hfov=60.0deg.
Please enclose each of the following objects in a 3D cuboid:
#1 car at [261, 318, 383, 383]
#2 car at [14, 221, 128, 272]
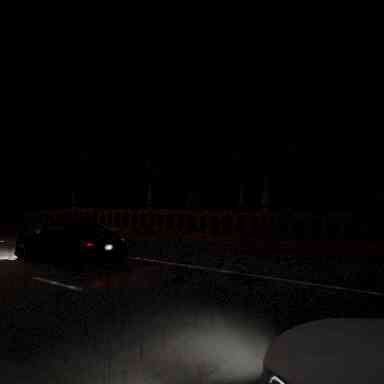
[{"bbox_3d":[2.727,1.513,2.048,4.674,1.442,1.812,-1,0,35],"label":"car"},{"bbox_3d":[-4.149,1.674,11.248,4.181,1.385,1.994,-1,0,35],"label":"car"}]
